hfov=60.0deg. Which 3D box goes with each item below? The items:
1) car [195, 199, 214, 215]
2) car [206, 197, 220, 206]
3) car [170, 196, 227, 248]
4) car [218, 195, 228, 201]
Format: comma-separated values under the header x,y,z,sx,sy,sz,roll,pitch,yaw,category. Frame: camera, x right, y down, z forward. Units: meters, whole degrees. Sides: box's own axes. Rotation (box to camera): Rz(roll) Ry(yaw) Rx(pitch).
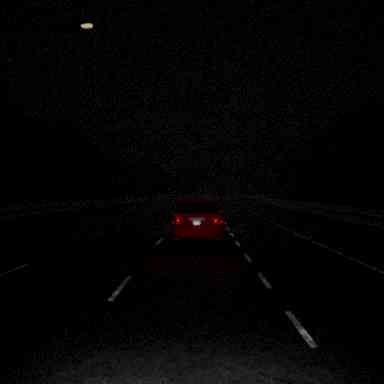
x,y,z,sx,sy,sz,roll,pitch,yaw,category
1.404,1.549,35.124,1.812,1.442,4.674,0,0,4,car
3.750,1.581,58.253,2.033,1.411,5.357,0,0,7,car
0.270,1.227,14.863,2.150,2.045,5.566,0,0,2,car
7.930,1.620,85.030,2.033,1.411,5.357,0,0,11,car
